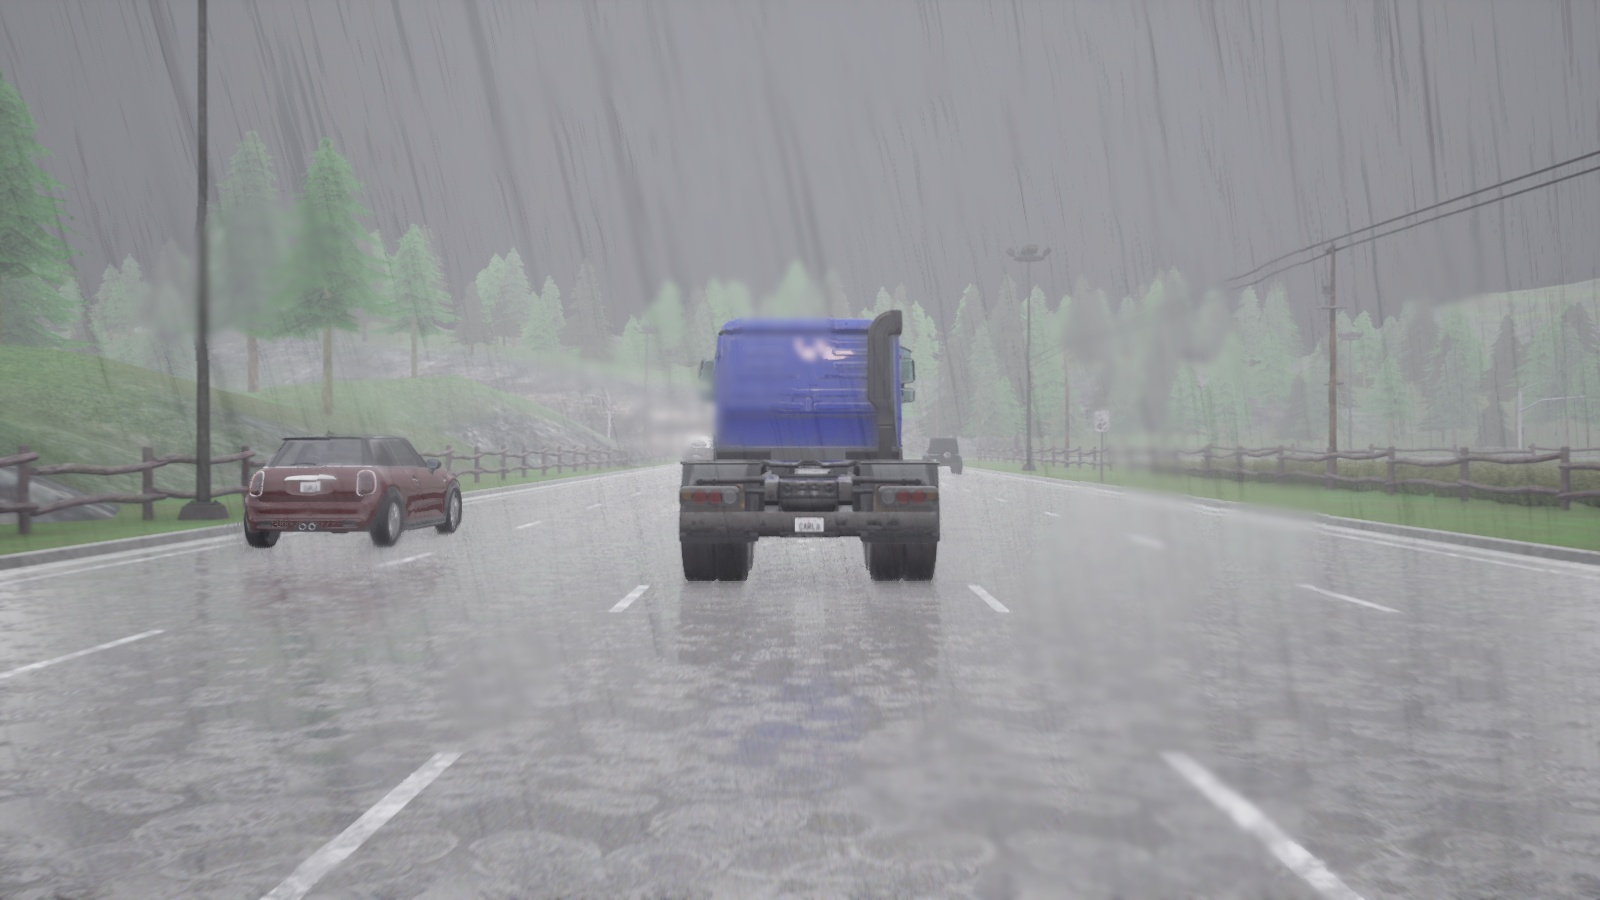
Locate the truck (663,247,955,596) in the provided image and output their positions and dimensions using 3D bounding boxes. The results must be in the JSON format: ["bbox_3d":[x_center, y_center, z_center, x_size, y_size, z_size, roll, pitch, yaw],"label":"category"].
[{"bbox_3d":[0.110,-0.294,16.425,2.891,3.462,7.936,0,0,0],"label":"truck"}]

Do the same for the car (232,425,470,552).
[{"bbox_3d":[-6.871,0.528,19.818,2.097,1.767,4.553,0,0,0],"label":"car"}]

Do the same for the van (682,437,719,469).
[{"bbox_3d":[-6.511,0.168,82.678,2.069,2.038,4.480,0,0,0],"label":"van"}]

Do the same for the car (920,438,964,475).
[{"bbox_3d":[7.391,0.313,65.577,1.905,1.878,3.866,0,0,0],"label":"car"}]
